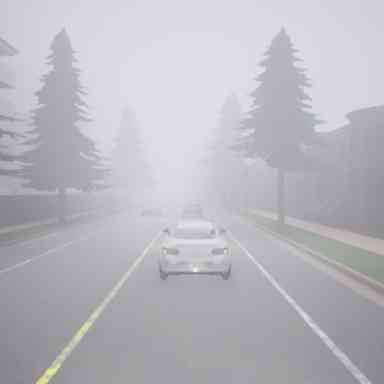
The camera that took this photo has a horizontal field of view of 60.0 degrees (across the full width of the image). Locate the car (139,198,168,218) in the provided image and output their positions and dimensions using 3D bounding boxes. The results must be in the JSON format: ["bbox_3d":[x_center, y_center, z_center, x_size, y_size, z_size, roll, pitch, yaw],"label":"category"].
[{"bbox_3d":[-3.601,1.585,31.072,1.812,1.442,4.674,0,0,0],"label":"car"}]

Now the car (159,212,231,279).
[{"bbox_3d":[0.082,1.545,9.983,1.812,1.442,4.674,0,0,0],"label":"car"}]

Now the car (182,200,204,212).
[{"bbox_3d":[0.088,1.553,31.927,2.128,1.511,4.902,0,0,0],"label":"car"}]

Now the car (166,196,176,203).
[{"bbox_3d":[-4.690,1.614,71.926,1.882,1.535,5.008,0,0,-12],"label":"car"}]
